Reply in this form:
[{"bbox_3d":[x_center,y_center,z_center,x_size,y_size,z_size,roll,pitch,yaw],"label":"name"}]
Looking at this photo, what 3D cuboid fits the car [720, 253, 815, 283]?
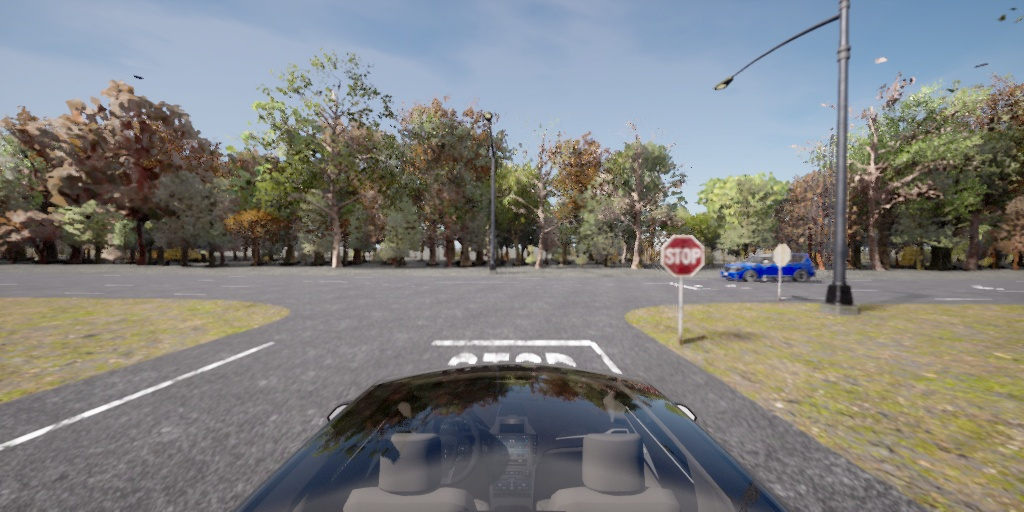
[{"bbox_3d":[17.367,0.838,24.469,5.566,2.045,2.150,-1,1,1],"label":"car"}]
